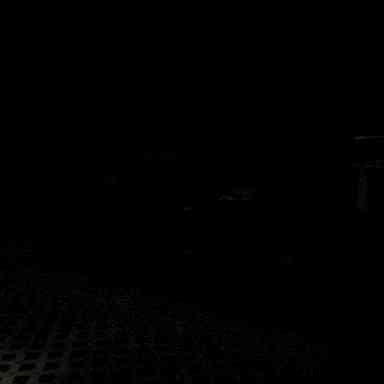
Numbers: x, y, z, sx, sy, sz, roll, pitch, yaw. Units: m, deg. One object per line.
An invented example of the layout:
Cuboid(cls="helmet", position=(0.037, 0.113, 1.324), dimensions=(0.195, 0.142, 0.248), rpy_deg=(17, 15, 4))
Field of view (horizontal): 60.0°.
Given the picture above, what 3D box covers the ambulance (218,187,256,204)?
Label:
Cuboid(cls="ambulance", position=(5.599, 0.657, 40.897), dimensions=(2.351, 2.431, 6.366), rpy_deg=(3, 2, 35))
